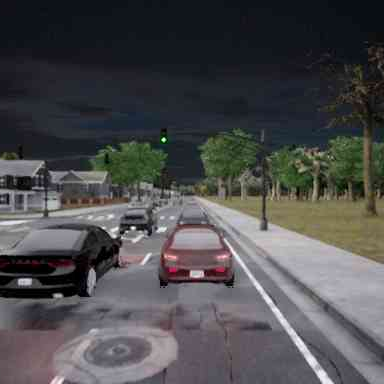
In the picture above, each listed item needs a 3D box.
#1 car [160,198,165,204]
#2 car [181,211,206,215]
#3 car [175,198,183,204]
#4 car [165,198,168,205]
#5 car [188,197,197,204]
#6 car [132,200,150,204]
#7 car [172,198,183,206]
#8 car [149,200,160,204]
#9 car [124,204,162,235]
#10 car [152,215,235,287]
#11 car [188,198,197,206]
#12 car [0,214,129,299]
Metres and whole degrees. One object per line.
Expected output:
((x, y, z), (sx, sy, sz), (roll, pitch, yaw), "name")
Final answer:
((-6.540, 2.115, 60.128), (1.994, 1.385, 4.181), (0, -1, 0), "car")
((0.089, 1.801, 20.804), (1.895, 1.301, 4.718), (0, -1, 0), "car")
((-3.208, 2.114, 81.825), (1.812, 1.442, 4.674), (0, -1, 0), "car")
((-6.461, 2.140, 74.550), (1.882, 1.535, 5.008), (0, 0, 0), "car")
((0.042, 2.115, 81.823), (2.128, 1.511, 4.902), (0, -1, 0), "car")
((-6.578, 1.975, 39.888), (1.895, 1.301, 4.718), (0, -1, 0), "car")
((-3.213, 2.181, 71.403), (2.033, 1.411, 5.357), (0, 0, 0), "car")
((-6.566, 1.954, 50.013), (2.128, 1.511, 4.902), (0, 0, 0), "car")
((-3.139, 1.698, 20.147), (1.837, 1.490, 4.892), (0, -1, 0), "car")
((0.106, 1.617, 9.461), (1.812, 1.442, 4.674), (0, 0, 0), "car")
((0.037, 2.241, 71.847), (1.895, 1.301, 4.718), (0, 0, 0), "car")
((-3.146, 1.563, 8.748), (1.882, 1.535, 5.008), (0, 0, 0), "car")
